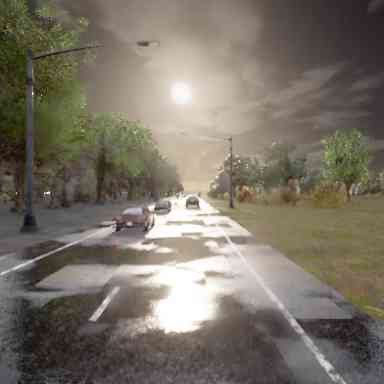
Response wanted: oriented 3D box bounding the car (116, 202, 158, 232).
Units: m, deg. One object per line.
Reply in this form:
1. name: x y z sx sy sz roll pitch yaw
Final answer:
1. car: -3.408 1.559 20.429 1.812 1.442 4.674 0 0 0

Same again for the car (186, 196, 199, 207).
1. car: 0.081 1.439 52.448 2.097 1.767 4.553 0 0 0

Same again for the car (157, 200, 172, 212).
1. car: -3.414 1.613 39.767 2.033 1.411 5.357 0 0 0

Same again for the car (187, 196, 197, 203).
1. car: -0.025 1.664 73.049 2.033 1.411 5.357 0 0 0
